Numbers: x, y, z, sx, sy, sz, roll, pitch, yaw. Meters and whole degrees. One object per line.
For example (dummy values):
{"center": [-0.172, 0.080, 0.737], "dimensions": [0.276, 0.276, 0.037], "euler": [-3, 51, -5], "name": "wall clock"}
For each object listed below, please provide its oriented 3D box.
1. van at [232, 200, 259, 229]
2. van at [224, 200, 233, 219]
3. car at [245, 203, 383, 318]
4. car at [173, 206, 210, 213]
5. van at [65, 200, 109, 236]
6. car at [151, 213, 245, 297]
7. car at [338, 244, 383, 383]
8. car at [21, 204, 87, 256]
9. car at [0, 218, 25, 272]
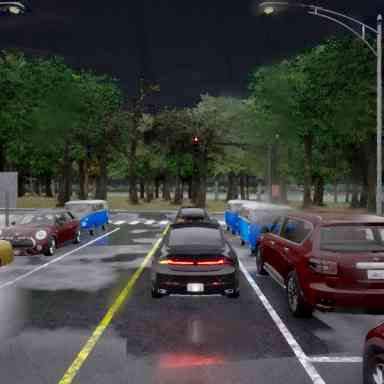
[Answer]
{"center": [2.756, 1.342, 12.801], "dimensions": [1.690, 1.788, 3.998], "euler": [0, 0, 0], "name": "van"}
{"center": [2.753, 1.343, 18.239], "dimensions": [1.690, 1.788, 3.998], "euler": [0, 0, 0], "name": "van"}
{"center": [2.759, 1.315, 7.364], "dimensions": [2.192, 1.841, 5.009], "euler": [0, 0, 0], "name": "car"}
{"center": [0.003, 1.506, 17.939], "dimensions": [1.837, 1.490, 4.892], "euler": [0, 0, -1], "name": "car"}
{"center": [-5.772, 1.343, 18.235], "dimensions": [1.690, 1.788, 3.998], "euler": [0, 0, 0], "name": "van"}
{"center": [0.073, 1.505, 8.535], "dimensions": [1.837, 1.490, 4.892], "euler": [0, 0, 0], "name": "car"}
{"center": [2.762, 1.440, 1.926], "dimensions": [1.967, 1.590, 4.097], "euler": [0, 0, 0], "name": "car"}
{"center": [-5.769, 1.441, 12.797], "dimensions": [1.967, 1.590, 4.097], "euler": [0, 0, 0], "name": "car"}
{"center": [-5.766, 1.525, 7.190], "dimensions": [1.752, 1.417, 4.829], "euler": [0, 0, 0], "name": "car"}
